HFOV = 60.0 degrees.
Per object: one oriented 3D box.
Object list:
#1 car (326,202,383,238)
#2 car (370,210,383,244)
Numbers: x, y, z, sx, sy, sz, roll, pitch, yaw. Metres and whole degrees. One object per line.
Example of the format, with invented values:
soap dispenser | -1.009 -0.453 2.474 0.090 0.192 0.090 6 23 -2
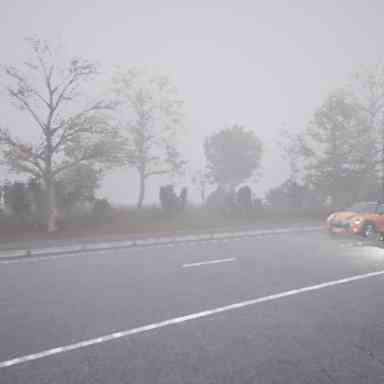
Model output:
car | 9.171 1.306 17.260 4.553 1.767 2.097 0 0 -26
car | 9.650 1.533 13.570 4.181 1.385 1.994 0 0 -27
